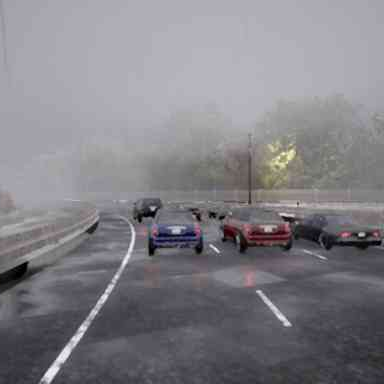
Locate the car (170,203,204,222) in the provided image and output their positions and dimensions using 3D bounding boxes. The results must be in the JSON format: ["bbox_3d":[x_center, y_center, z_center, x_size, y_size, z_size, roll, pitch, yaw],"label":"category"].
[{"bbox_3d":[-0.559,1.797,30.385,1.837,1.490,4.892,0,0,-16],"label":"car"}]

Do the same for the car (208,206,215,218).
[{"bbox_3d":[2.817,1.860,31.307,1.994,1.385,4.181,0,-1,-16],"label":"car"}]

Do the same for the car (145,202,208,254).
[{"bbox_3d":[-0.847,1.487,14.305,2.097,1.767,4.553,0,-1,-7],"label":"car"}]

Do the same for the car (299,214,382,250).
[{"bbox_3d":[6.111,1.686,15.093,2.033,1.411,5.357,0,-1,-7],"label":"car"}]

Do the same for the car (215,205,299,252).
[{"bbox_3d":[2.624,1.489,14.748,2.097,1.767,4.553,0,-1,-7],"label":"car"}]

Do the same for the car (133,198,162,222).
[{"bbox_3d":[-3.849,1.497,29.178,2.150,2.045,5.566,0,0,-16],"label":"car"}]
